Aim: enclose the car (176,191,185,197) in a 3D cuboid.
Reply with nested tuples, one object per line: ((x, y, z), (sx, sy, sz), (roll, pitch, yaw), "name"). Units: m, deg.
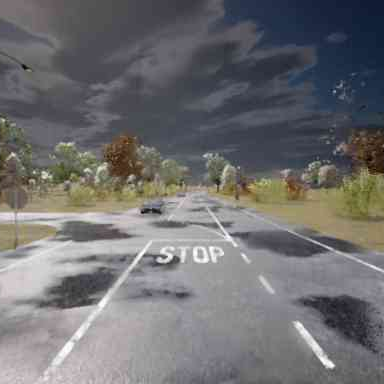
((-3.145, 0.555, 89.576), (2.097, 1.767, 4.553), (0, 1, 2), "car")

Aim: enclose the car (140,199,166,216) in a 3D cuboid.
((-3.437, 1.309, 30.186), (2.033, 1.411, 5.357), (0, 0, 0), "car")
